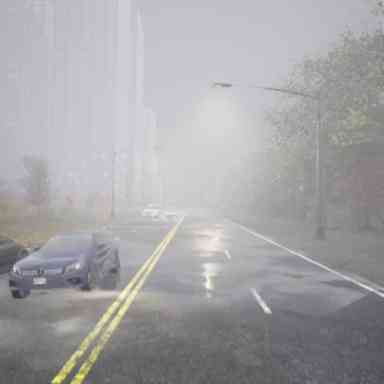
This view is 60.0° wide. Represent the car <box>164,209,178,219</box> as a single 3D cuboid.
[{"bbox_3d":[-3.248,3.441,52.709,1.812,1.442,4.674,0,-2,1],"label":"car"}]

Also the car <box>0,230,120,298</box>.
[{"bbox_3d":[-3.339,1.857,9.626,1.812,1.442,4.674,-3,-4,0],"label":"car"}]

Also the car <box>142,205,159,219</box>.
[{"bbox_3d":[-6.495,3.111,52.680,2.150,2.045,5.566,0,-2,1],"label":"car"}]
